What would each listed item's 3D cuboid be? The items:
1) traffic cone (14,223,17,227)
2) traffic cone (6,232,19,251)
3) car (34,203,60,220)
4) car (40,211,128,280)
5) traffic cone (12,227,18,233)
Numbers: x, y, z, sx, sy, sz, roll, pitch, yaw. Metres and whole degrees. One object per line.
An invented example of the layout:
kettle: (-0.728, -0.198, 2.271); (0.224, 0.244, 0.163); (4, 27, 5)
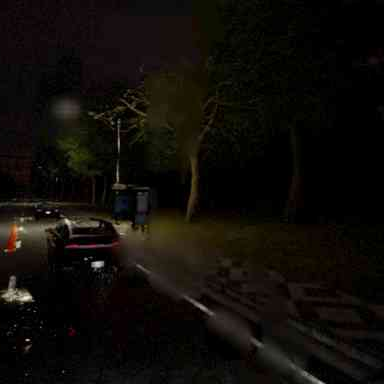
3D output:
traffic cone: (-8.817, 1.984, 16.518); (0.340, 0.580, 0.340); (2, -1, -26)
traffic cone: (-7.042, 1.974, 12.933); (0.340, 0.580, 0.340); (2, -1, -26)
car: (-12.793, 1.679, 29.333); (1.994, 1.385, 4.181); (2, -1, -26)
car: (-3.368, 1.552, 10.296); (2.128, 1.511, 4.902); (2, -1, -26)
traffic cone: (-7.929, 1.979, 14.725); (0.340, 0.580, 0.340); (2, -1, -26)
